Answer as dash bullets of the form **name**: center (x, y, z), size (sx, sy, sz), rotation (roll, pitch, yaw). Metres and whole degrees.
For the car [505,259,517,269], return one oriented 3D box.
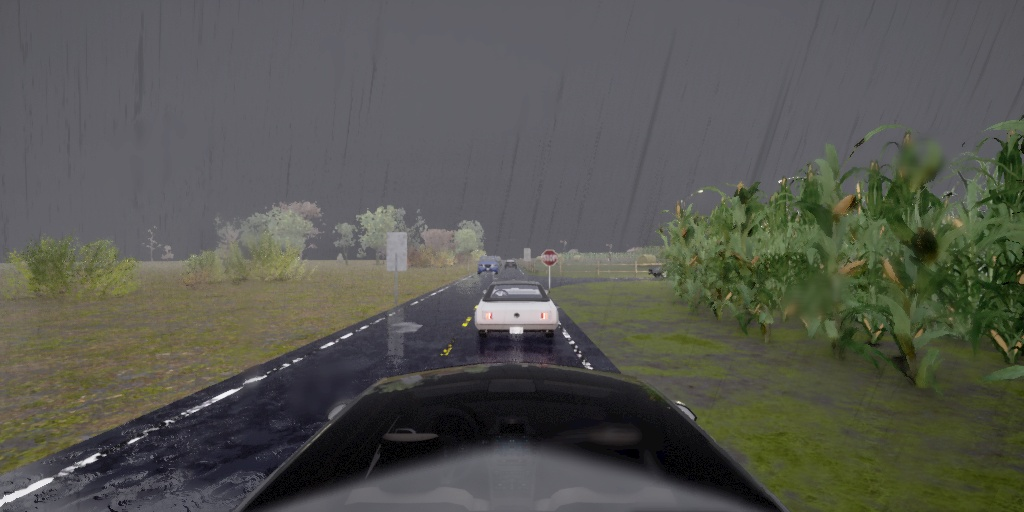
- **car**: center (-0.209, 1.283, 59.963), size (1.882, 1.535, 5.008), rotation (0, 0, -1)

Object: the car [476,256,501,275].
- **car**: center (-2.656, 0.994, 39.277), size (2.150, 2.045, 5.566), rotation (0, 0, -4)

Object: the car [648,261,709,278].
- **car**: center (14.400, 1.140, 31.156), size (4.892, 1.490, 1.837), rotation (-1, -1, -1)

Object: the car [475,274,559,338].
- **car**: center (0.102, 1.354, 10.145), size (1.895, 1.301, 4.718), rotation (0, 0, 0)
